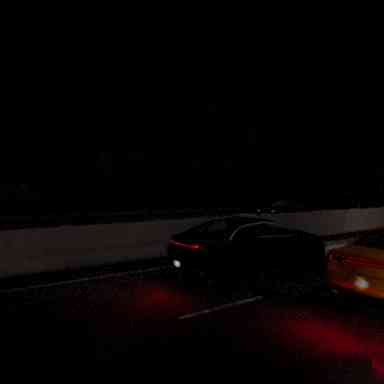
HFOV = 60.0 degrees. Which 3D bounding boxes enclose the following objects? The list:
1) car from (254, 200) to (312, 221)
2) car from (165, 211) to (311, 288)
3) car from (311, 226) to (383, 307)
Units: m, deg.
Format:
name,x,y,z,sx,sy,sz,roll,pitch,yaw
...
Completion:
name,x,y,z,sx,sy,sz,roll,pitch,yaw
car,7.149,1.380,25.913,4.674,1.442,1.812,0,0,-35
car,1.633,1.439,9.107,4.902,1.511,2.128,0,0,-35
car,4.981,1.436,7.176,5.008,1.535,1.882,0,0,-35
